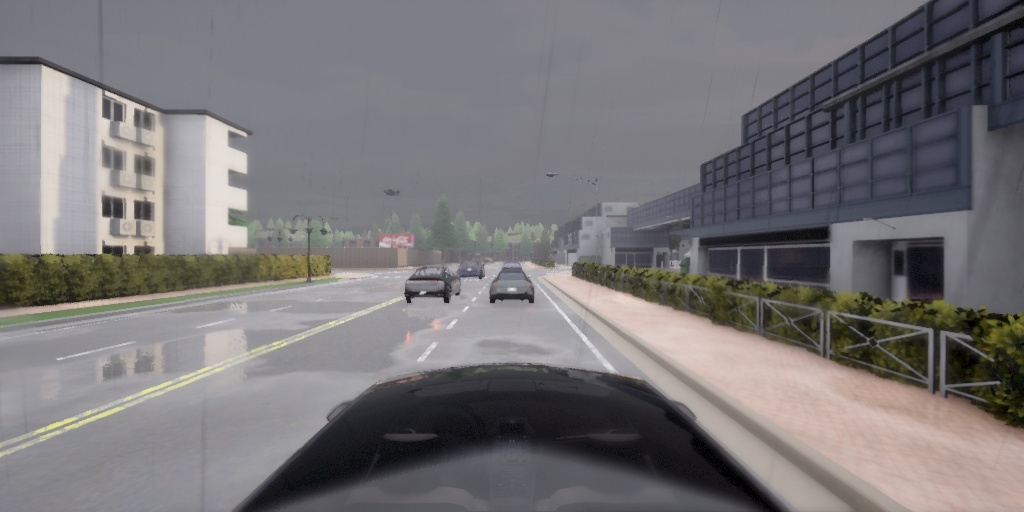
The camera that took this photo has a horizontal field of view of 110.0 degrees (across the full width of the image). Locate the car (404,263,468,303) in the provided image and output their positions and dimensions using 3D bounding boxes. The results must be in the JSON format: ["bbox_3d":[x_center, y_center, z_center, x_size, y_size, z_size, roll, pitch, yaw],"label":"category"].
[{"bbox_3d":[-3.500,1.244,16.500,2.128,1.511,4.902,0,0,0],"label":"car"}]

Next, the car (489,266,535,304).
[{"bbox_3d":[0.000,1.321,16.500,1.994,1.385,4.181,0,0,0],"label":"car"}]

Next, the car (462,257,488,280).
[{"bbox_3d":[-3.500,1.115,31.470,2.097,1.767,4.553,0,0,0],"label":"car"}]

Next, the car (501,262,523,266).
[{"bbox_3d":[0.000,1.234,31.500,1.882,1.535,5.008,0,0,0],"label":"car"}]
